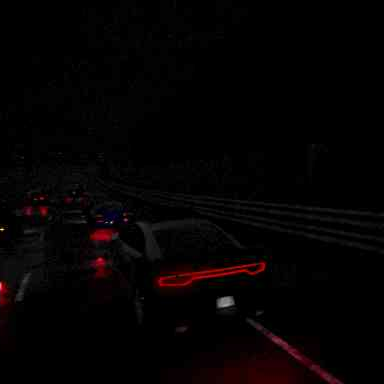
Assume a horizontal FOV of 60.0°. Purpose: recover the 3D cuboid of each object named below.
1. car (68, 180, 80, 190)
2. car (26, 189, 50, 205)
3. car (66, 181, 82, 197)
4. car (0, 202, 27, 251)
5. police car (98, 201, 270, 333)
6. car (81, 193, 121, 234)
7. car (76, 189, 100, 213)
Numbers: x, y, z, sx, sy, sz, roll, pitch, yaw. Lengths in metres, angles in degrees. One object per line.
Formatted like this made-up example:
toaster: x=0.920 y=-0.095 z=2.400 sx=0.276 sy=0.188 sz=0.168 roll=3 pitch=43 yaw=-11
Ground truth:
car: x=-20.305 y=-1.176 z=57.365 sx=1.837 sy=1.490 sz=4.892 roll=-3 pitch=4 yaw=-19
car: x=-15.157 y=0.422 z=32.790 sx=1.812 sy=1.442 sz=4.674 roll=-3 pitch=4 yaw=-20
car: x=-15.015 y=-0.232 z=42.482 sx=1.812 sy=1.442 sz=4.674 roll=-3 pitch=4 yaw=-19
car: x=-7.407 y=1.288 z=12.186 sx=1.812 sy=1.442 sz=4.674 roll=-3 pitch=3 yaw=-21
police car: x=-0.521 y=1.166 z=6.725 sx=1.930 sy=1.638 sz=5.238 roll=-3 pitch=2 yaw=-21
car: x=-4.058 y=1.011 z=15.838 sx=1.812 sy=1.442 sz=4.674 roll=-3 pitch=3 yaw=-21
car: x=-6.171 y=0.793 z=21.374 sx=1.837 sy=1.490 sz=4.892 roll=-3 pitch=3 yaw=-21
